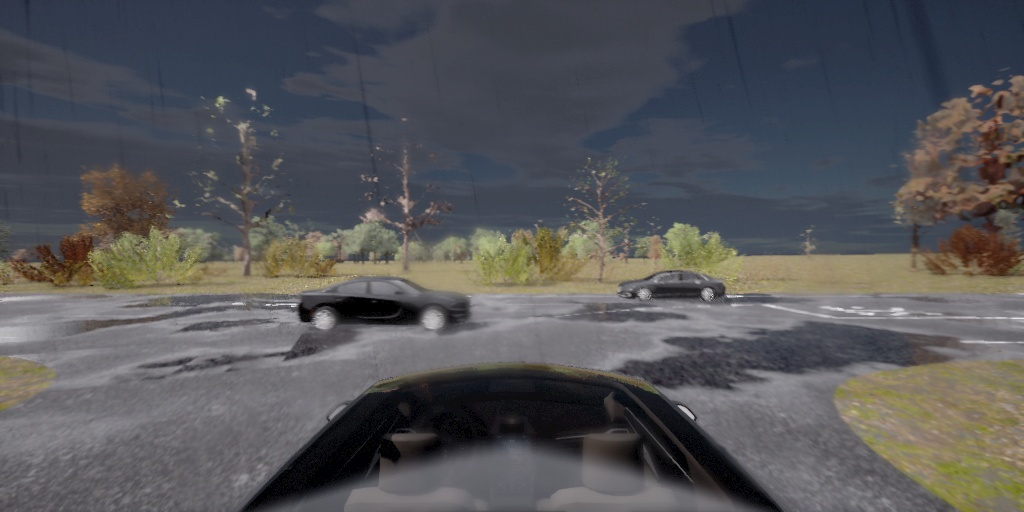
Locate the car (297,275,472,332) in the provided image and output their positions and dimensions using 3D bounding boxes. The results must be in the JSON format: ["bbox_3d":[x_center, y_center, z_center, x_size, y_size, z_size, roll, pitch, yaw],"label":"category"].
[{"bbox_3d":[-3.727,1.349,10.810,5.008,1.535,1.882,0,-1,2],"label":"car"}]

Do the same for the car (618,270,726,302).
[{"bbox_3d":[7.647,1.453,17.391,4.892,1.490,1.837,0,0,2],"label":"car"}]
